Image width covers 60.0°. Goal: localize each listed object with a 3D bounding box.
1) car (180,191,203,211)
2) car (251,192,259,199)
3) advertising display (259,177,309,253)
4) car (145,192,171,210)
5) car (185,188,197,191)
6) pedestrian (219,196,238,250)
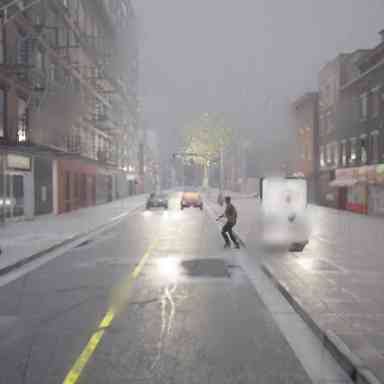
[{"bbox_3d":[-0.031,0.850,28.730,1.895,1.301,4.718,0,1,0],"label":"car"},{"bbox_3d":[10.758,0.241,48.785,4.097,1.590,1.967,0,1,0],"label":"car"},{"bbox_3d":[2.969,0.738,10.784,1.540,2.440,0.280,0,1,0],"label":"advertising display"},{"bbox_3d":[-2.924,0.747,29.142,1.837,1.490,4.892,0,1,0],"label":"car"},{"bbox_3d":[-0.132,0.347,38.626,2.097,1.767,4.553,0,1,0],"label":"car"},{"bbox_3d":[1.227,0.999,11.118,0.375,1.860,0.375,0,1,-10],"label":"pedestrian"}]
